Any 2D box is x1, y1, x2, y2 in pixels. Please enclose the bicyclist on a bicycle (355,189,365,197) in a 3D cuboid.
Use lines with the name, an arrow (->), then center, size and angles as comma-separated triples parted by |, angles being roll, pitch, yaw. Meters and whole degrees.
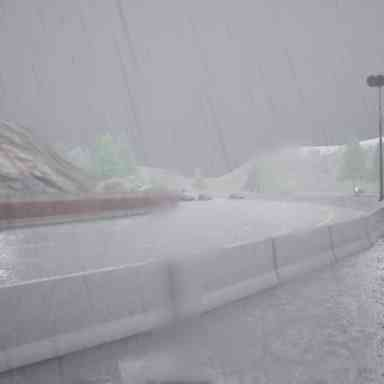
bicyclist on a bicycle -> 36.300, 0.222, 70.825 | 1.656, 1.620, 0.582 | 21, -6, -17

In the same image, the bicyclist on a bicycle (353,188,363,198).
bicyclist on a bicycle -> 35.972, 0.220, 71.862 | 1.656, 1.620, 0.582 | 24, -7, -18

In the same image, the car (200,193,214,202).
car -> 2.564, 1.132, 67.126 | 1.837, 1.490, 4.892 | -1, 0, -19

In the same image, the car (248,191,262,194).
car -> 15.063, 0.648, 84.610 | 1.895, 1.301, 4.718 | -1, 0, -19

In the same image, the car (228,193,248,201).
car -> 9.206, 0.973, 69.363 | 1.837, 1.490, 4.892 | -1, 0, -19

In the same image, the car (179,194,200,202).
car -> -0.865, 1.255, 66.351 | 2.033, 1.411, 5.357 | -1, 0, -19

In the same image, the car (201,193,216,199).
car -> 4.059, 0.973, 84.336 | 2.128, 1.511, 4.902 | -1, 0, -19

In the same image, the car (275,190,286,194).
car -> 21.696, 0.251, 86.826 | 2.097, 1.767, 4.553 | -1, 0, -19

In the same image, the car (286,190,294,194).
car -> 24.998, 0.342, 87.993 | 2.128, 1.511, 4.902 | -1, 0, -19

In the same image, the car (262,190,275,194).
car -> 18.380, 0.499, 85.718 | 2.128, 1.511, 4.902 | -1, 0, -19

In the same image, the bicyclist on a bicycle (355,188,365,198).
bicyclist on a bicycle -> 36.131, 0.219, 71.373 | 1.656, 1.620, 0.582 | 23, -8, -18

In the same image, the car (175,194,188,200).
car -> -2.571, 1.157, 82.097 | 1.994, 1.385, 4.181 | -1, 0, -19
